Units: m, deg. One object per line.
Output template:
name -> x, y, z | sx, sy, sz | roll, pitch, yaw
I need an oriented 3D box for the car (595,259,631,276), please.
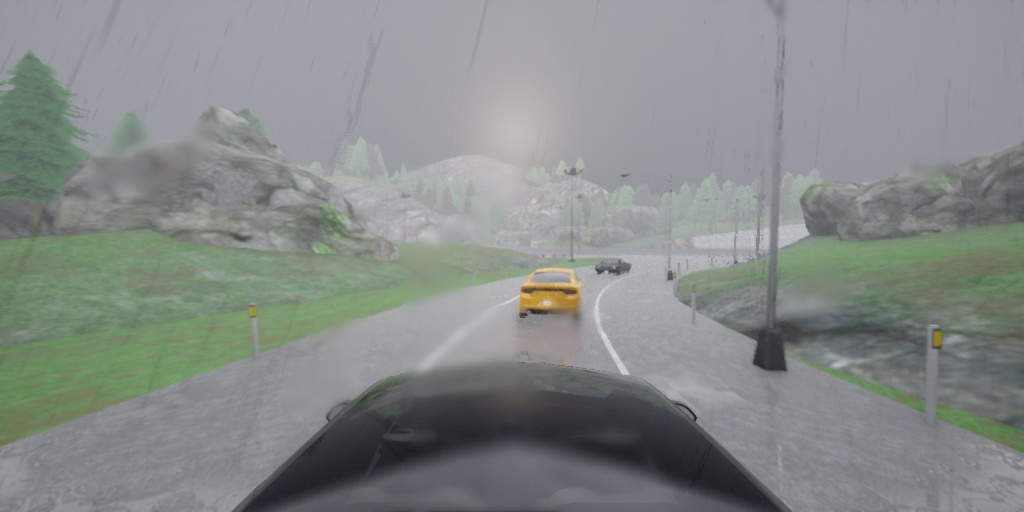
car -> 8.534, 0.865, 29.874 | 1.895, 1.301, 4.718 | 2, 3, 32

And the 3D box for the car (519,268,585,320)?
car -> 1.503, 1.154, 12.572 | 1.882, 1.535, 5.008 | 1, 1, 11
